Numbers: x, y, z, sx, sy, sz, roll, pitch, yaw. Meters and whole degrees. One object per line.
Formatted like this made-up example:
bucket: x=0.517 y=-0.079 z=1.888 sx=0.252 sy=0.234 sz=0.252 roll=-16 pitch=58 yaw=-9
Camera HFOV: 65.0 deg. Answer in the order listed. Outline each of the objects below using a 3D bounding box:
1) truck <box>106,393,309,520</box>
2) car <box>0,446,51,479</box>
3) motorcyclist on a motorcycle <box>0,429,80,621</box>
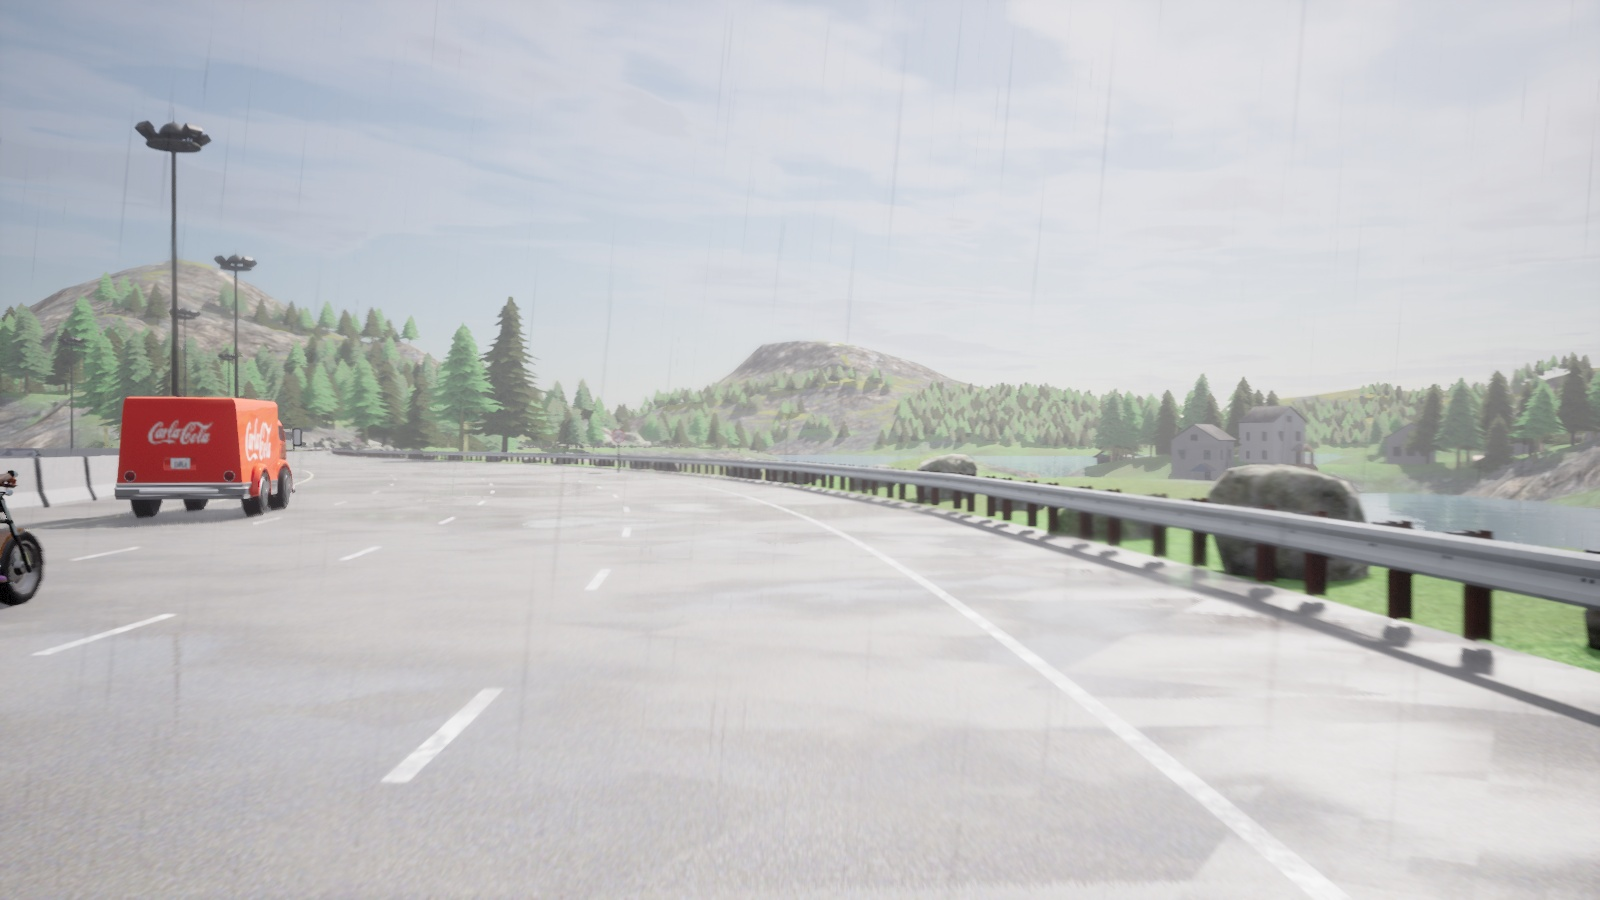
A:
truck: x=-12.595 y=0.124 z=27.178 sx=2.627 sy=2.467 sz=5.204 roll=0 pitch=0 yaw=-9
car: x=-34.788 y=0.542 z=55.713 sx=1.994 sy=1.385 sz=4.181 roll=0 pitch=0 yaw=-21
motorcyclist on a motorcycle: x=-7.269 y=0.645 z=10.910 sx=0.766 sy=1.649 sz=2.350 roll=-1 pitch=0 yaw=-3
